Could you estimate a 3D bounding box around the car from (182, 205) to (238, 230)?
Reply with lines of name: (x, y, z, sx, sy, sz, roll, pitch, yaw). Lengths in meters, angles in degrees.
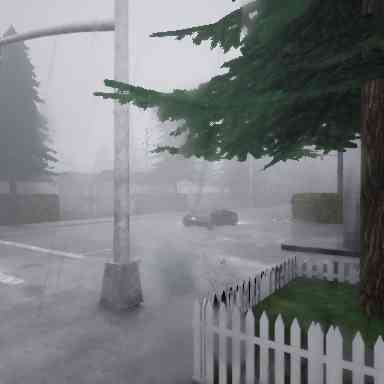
car: (1.233, 1.468, 20.691, 1.994, 1.385, 4.181, 1, 1, 35)
